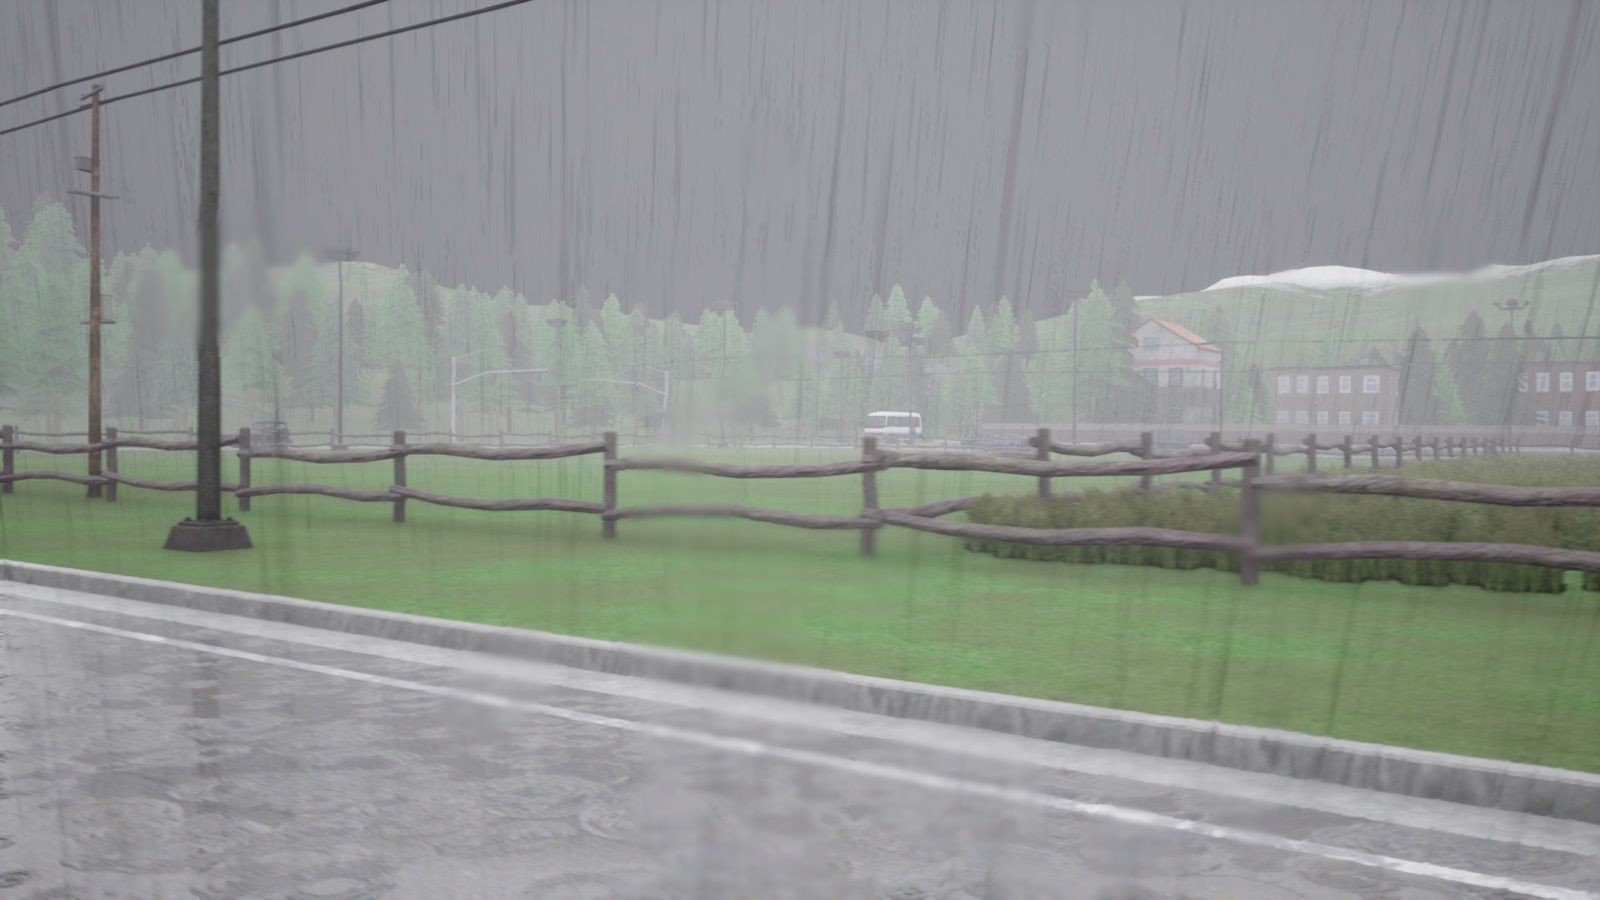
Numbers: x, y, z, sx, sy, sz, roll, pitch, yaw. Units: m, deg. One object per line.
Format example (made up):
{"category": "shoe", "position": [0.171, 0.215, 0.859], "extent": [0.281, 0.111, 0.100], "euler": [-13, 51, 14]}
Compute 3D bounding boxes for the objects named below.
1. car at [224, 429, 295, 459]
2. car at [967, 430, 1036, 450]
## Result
{"category": "car", "position": [-35.612, -0.408, 82.869], "extent": [1.905, 1.878, 3.866], "euler": [0, 1, 34]}
{"category": "car", "position": [15.525, -0.801, 96.957], "extent": [4.792, 1.488, 2.163], "euler": [0, 1, 34]}
